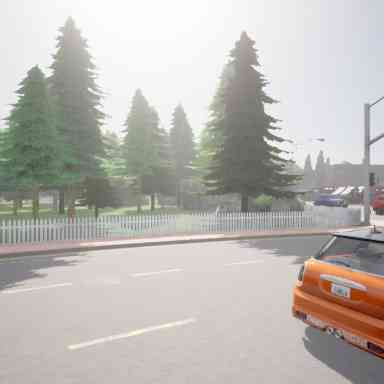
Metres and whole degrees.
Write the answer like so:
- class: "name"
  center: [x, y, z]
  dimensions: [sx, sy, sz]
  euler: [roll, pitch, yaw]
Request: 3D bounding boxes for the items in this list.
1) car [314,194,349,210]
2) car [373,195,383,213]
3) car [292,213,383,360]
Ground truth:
- class: "car"
  center: [17.984, 1.278, 43.346]
  dimensions: [2.150, 2.045, 5.566]
  euler: [0, 0, -8]
- class: "car"
  center: [19.589, 1.280, 31.320]
  dimensions: [2.150, 2.045, 5.566]
  euler: [0, 0, -8]
- class: "car"
  center: [3.926, 1.352, 5.437]
  dimensions: [4.553, 1.767, 2.097]
  euler: [0, 0, -26]
